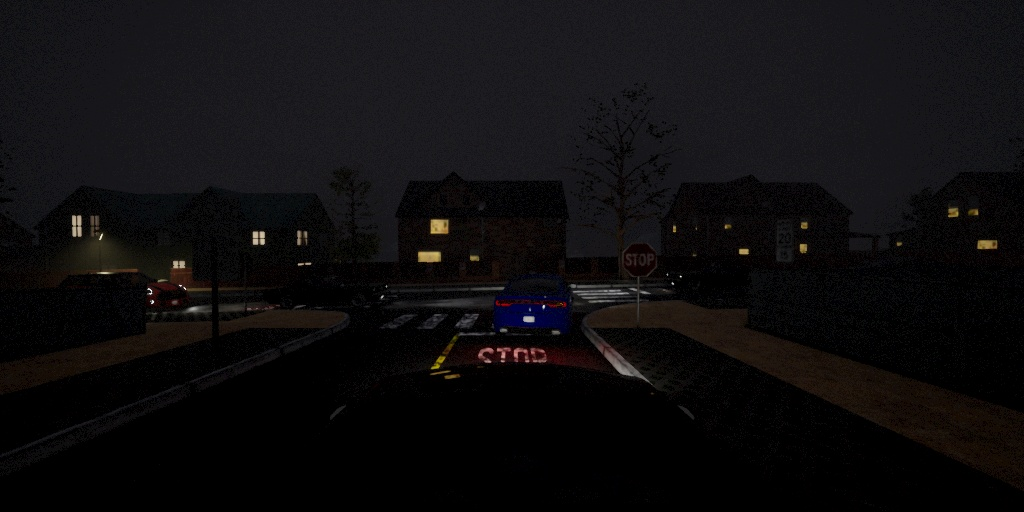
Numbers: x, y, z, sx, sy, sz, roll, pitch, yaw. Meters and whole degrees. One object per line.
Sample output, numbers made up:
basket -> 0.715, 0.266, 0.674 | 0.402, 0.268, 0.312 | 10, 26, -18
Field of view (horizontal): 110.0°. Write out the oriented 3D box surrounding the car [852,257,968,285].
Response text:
car -> 20.061, 0.753, 18.413 | 5.357, 1.411, 2.033 | -1, 1, 0

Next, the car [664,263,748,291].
car -> 10.416, 1.034, 18.379 | 4.718, 1.301, 1.895 | -1, 1, -1

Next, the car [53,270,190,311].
car -> -16.795, 1.472, 15.453 | 4.553, 1.767, 2.097 | -1, 1, 0

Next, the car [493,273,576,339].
car -> 0.789, 1.226, 10.247 | 1.882, 1.535, 5.008 | 0, 0, 10

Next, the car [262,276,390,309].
car -> -7.807, 1.506, 15.457 | 4.718, 1.301, 1.895 | -1, 1, 0
